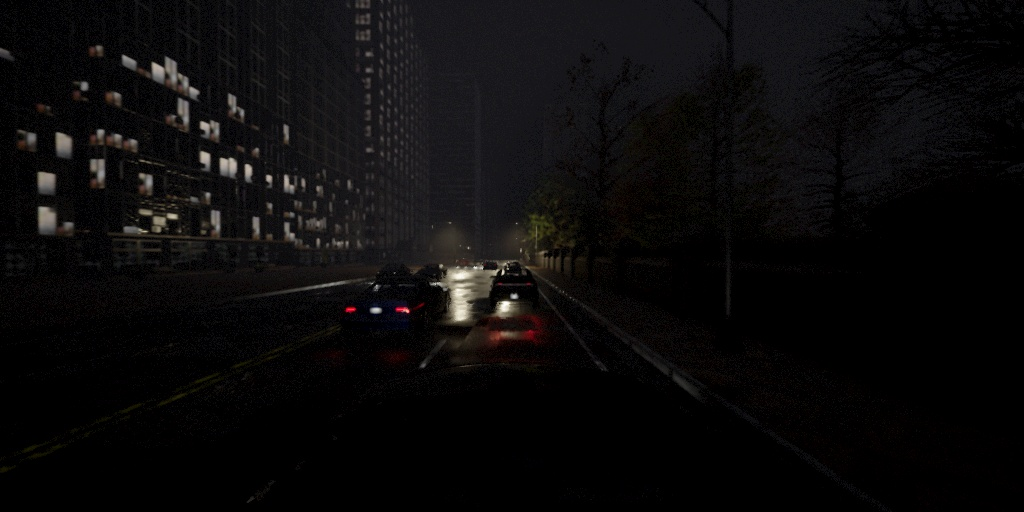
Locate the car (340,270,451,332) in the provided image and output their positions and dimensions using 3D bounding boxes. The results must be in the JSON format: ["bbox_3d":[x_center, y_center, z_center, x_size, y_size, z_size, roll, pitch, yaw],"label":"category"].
[{"bbox_3d":[-3.151,1.311,10.808,2.033,1.411,5.357,0,0,0],"label":"car"}]

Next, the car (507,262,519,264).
[{"bbox_3d":[0.090,1.347,38.470,2.033,1.411,5.357,0,0,0],"label":"car"}]

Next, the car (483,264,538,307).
[{"bbox_3d":[0.091,1.262,15.492,2.128,1.511,4.902,0,0,0],"label":"car"}]

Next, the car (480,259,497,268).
[{"bbox_3d":[-3.157,1.387,53.194,1.994,1.385,4.181,0,0,0],"label":"car"}]

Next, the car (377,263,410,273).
[{"bbox_3d":[-9.849,1.316,30.189,1.812,1.442,4.674,0,0,0],"label":"car"}]

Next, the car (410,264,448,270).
[{"bbox_3d":[-6.598,1.338,30.041,2.033,1.411,5.357,0,0,0],"label":"car"}]
